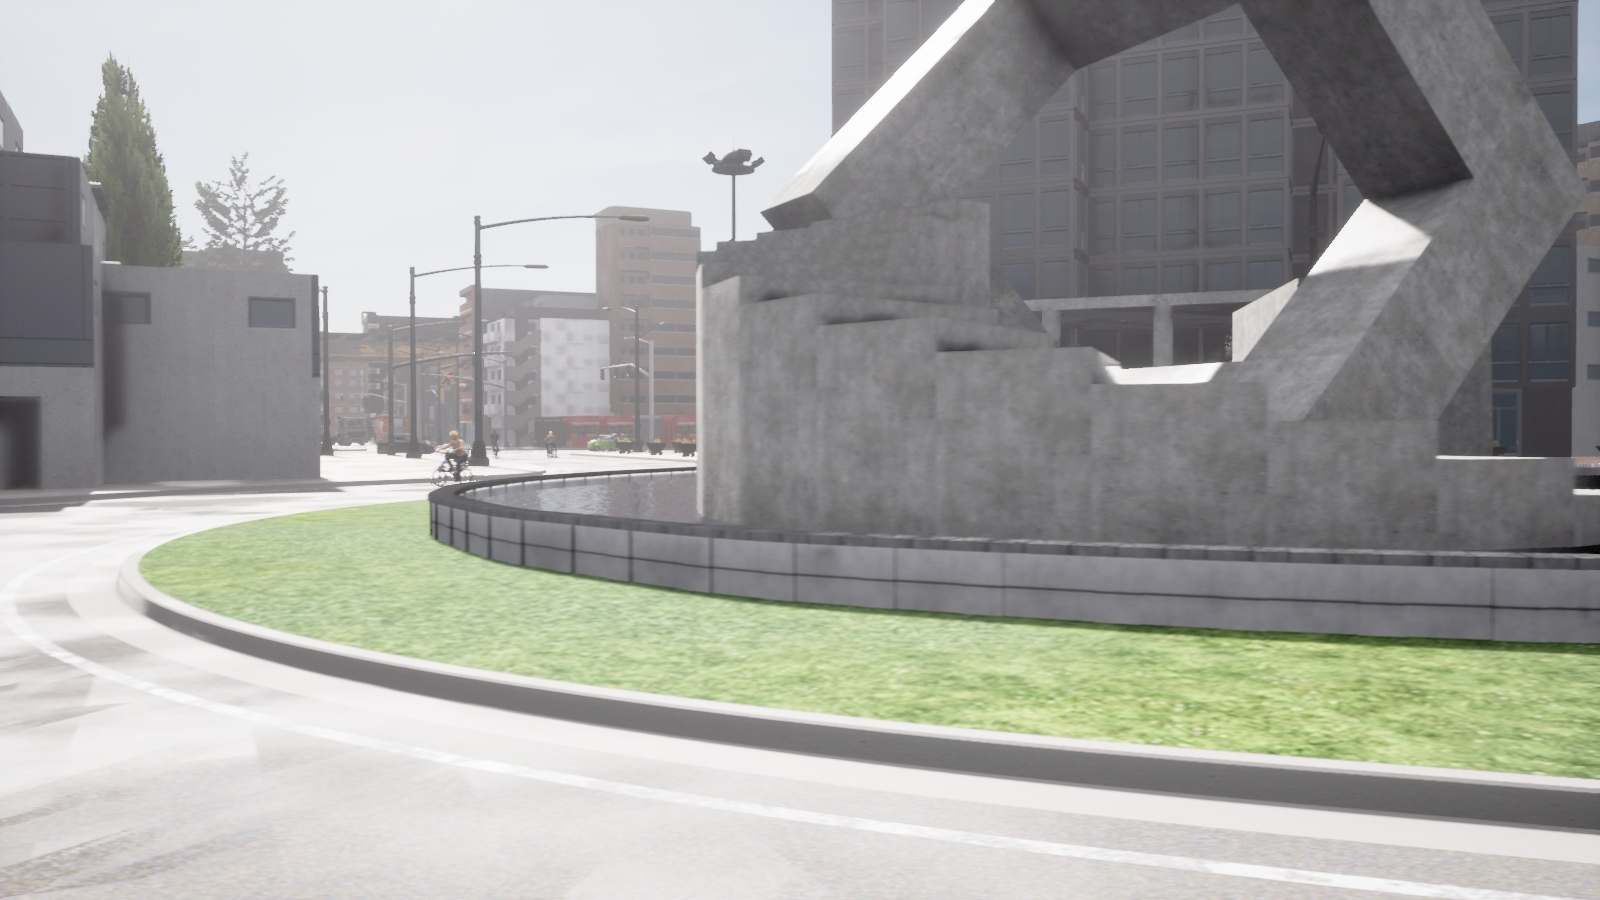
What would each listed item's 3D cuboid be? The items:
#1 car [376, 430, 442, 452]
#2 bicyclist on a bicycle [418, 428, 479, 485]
[{"bbox_3d":[-26.224,-0.603,84.286,3.806,1.475,1.970,0,1,2],"label":"car"},{"bbox_3d":[-10.091,0.168,36.085,0.866,1.612,1.509,1,1,33],"label":"bicyclist on a bicycle"}]
